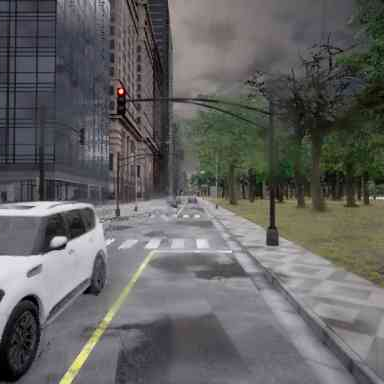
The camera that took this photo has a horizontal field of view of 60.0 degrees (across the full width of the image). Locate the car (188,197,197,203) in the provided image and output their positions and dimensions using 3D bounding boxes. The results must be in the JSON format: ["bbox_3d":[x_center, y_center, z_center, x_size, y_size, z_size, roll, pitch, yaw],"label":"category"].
[{"bbox_3d":[0.126,1.742,72.784,2.128,1.511,4.902,0,0,0],"label":"car"}]

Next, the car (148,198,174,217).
[{"bbox_3d":[-3.049,1.583,31.968,1.812,1.442,4.674,0,0,0],"label":"car"}]

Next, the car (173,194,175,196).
[{"bbox_3d":[-2.953,1.677,62.383,1.837,1.490,4.892,0,0,1],"label":"car"}]

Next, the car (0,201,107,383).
[{"bbox_3d":[-3.090,1.225,5.794,2.150,2.045,5.566,0,0,0],"label":"car"}]

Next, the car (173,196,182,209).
[{"bbox_3d":[-3.017,1.662,48.548,2.033,1.411,5.357,0,0,0],"label":"car"}]
